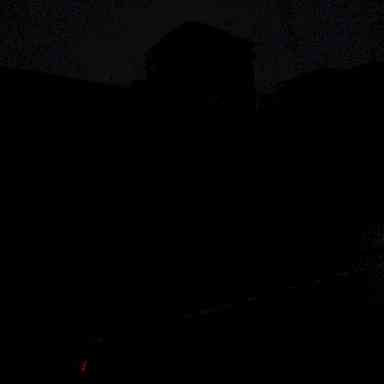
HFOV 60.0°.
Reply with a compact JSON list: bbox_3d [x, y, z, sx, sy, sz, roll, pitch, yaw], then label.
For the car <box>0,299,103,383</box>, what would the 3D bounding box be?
[{"bbox_3d":[-2.971,1.514,1.751,4.892,1.490,1.837,0,0,-35],"label":"car"}]
